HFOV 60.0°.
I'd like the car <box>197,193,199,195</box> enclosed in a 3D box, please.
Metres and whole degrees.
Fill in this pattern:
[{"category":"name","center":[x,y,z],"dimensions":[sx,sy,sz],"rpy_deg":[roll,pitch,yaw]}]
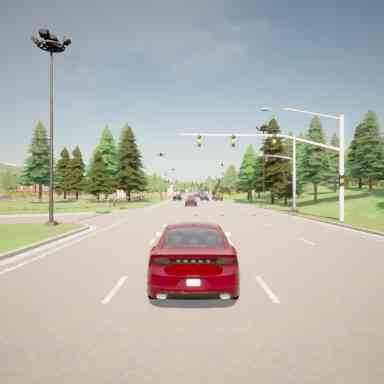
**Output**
[{"category":"car","center":[3.224,1.357,94.105],"dimensions":[2.128,1.511,4.902],"rpy_deg":[0,0,0]}]

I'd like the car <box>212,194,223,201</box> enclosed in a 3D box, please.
[{"category":"car","center":[6.755,1.516,83.695],"dimensions":[2.128,1.511,4.902],"rpy_deg":[0,0,0]}]

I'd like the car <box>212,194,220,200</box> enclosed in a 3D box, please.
[{"category":"car","center":[6.724,1.372,94.115],"dimensions":[2.033,1.411,5.357],"rpy_deg":[0,0,0]}]

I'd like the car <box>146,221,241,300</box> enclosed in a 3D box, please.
[{"category":"car","center":[0.038,1.478,8.459],"dimensions":[1.882,1.535,5.008],"rpy_deg":[0,0,0]}]

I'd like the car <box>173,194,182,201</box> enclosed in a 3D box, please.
[{"category":"car","center":[-3.745,1.469,83.664],"dimensions":[1.882,1.535,5.008],"rpy_deg":[0,0,0]}]

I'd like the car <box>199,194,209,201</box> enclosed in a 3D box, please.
[{"category":"car","center":[3.254,1.516,84.101],"dimensions":[1.812,1.442,4.674],"rpy_deg":[0,0,0]}]

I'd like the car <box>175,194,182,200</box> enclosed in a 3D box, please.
[{"category":"car","center":[-3.776,1.310,94.084],"dimensions":[1.882,1.535,5.008],"rpy_deg":[0,0,0]}]

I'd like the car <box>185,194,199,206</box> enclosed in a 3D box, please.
[{"category":"car","center":[-0.155,1.525,53.062],"dimensions":[1.812,1.442,4.674],"rpy_deg":[0,0,0]}]
